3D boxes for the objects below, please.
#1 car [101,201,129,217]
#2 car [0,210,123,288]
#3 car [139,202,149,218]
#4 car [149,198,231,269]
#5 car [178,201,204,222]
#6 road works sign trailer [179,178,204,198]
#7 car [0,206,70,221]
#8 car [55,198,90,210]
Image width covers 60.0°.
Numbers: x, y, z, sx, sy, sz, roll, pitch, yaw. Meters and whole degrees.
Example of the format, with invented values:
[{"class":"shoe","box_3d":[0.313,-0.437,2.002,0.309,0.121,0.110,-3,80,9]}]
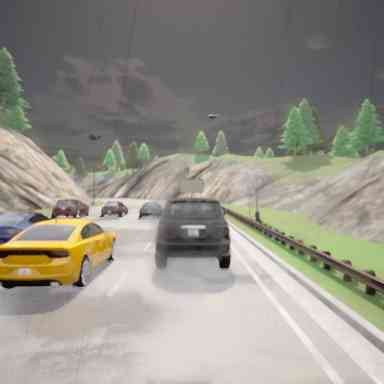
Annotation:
[{"class":"car","box_3d":[-7.190,1.573,31.037,1.812,1.442,4.674,0,0,-1]},{"class":"car","box_3d":[-3.472,1.493,9.337,1.882,1.535,5.008,0,0,0]},{"class":"car","box_3d":[-3.671,1.609,30.570,1.994,1.385,4.181,0,0,-1]},{"class":"car","box_3d":[0.013,1.228,11.360,2.150,2.045,5.566,0,-1,-1]},{"class":"car","box_3d":[-0.118,1.579,27.751,1.994,1.385,4.181,-1,1,-1]},{"class":"road works sign trailer","box_3d":[-0.061,0.470,31.323,2.380,3.560,2.880,0,-2,0]},{"class":"car","box_3d":[-7.029,1.549,14.057,1.812,1.442,4.674,0,0,-1]},{"class":"car","box_3d":[-10.662,1.399,29.642,2.097,1.767,4.553,0,0,-1]}]
